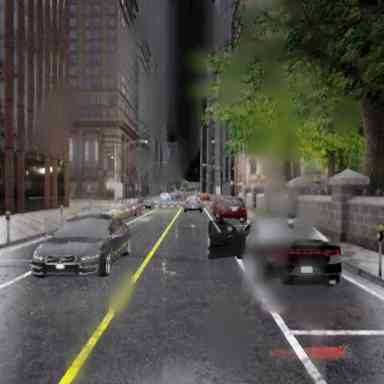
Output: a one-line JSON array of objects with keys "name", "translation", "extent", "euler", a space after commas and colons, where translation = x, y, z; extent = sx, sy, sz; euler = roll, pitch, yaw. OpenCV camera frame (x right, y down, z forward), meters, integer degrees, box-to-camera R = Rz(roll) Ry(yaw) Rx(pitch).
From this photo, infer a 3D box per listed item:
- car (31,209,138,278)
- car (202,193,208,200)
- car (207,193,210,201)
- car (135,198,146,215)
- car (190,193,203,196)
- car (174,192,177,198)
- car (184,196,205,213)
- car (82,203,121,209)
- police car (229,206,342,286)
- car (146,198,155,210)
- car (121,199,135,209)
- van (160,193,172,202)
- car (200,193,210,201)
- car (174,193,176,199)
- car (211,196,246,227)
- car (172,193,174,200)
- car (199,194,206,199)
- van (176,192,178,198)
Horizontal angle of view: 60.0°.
[{"name": "car", "translation": [-3.072, 1.487, 10.186], "extent": [1.837, 1.490, 4.892], "euler": [0, 0, 0]}, {"name": "car", "translation": [2.983, 1.128, 73.352], "extent": [2.192, 1.841, 5.009], "euler": [0, 0, 0]}, {"name": "car", "translation": [2.854, 1.249, 30.209], "extent": [2.192, 1.841, 5.009], "euler": [0, 0, 0]}, {"name": "car", "translation": [-5.672, 1.374, 30.224], "extent": [1.967, 1.590, 4.097], "euler": [0, 0, 0]}, {"name": "car", "translation": [0.195, 1.358, 48.129], "extent": [1.882, 1.535, 5.008], "euler": [0, 0, 1]}, {"name": "car", "translation": [-5.510, 1.358, 84.252], "extent": [1.947, 1.339, 4.313], "euler": [0, 0, 0]}, {"name": "car", "translation": [0.164, 1.479, 36.118], "extent": [1.994, 1.385, 4.181], "euler": [0, 0, 1]}, {"name": "car", "translation": [-5.706, 1.514, 19.176], "extent": [2.008, 1.369, 4.403], "euler": [0, 0, 0]}, {"name": "police car", "translation": [2.393, 1.408, 9.495], "extent": [1.930, 1.638, 5.238], "euler": [0, 0, 0]}, {"name": "car", "translation": [-5.639, 1.464, 41.272], "extent": [1.947, 1.339, 4.313], "euler": [0, 0, 0]}, {"name": "car", "translation": [-5.690, 1.475, 24.530], "extent": [1.752, 1.417, 4.829], "euler": [0, 0, 0]}, {"name": "van", "translation": [-5.559, 1.166, 67.929], "extent": [1.690, 1.788, 3.998], "euler": [0, 0, 0]}, {"name": "car", "translation": [2.999, 1.117, 78.793], "extent": [2.192, 1.841, 5.009], "euler": [0, 0, 0]}, {"name": "car", "translation": [-5.526, 1.347, 78.811], "extent": [1.887, 1.381, 4.507], "euler": [0, 0, 0]}, {"name": "car", "translation": [2.837, 1.265, 24.684], "extent": [2.192, 1.841, 5.009], "euler": [0, 0, 0]}, {"name": "car", "translation": [-5.542, 1.253, 73.369], "extent": [1.967, 1.590, 4.097], "euler": [0, 0, 0]}, {"name": "car", "translation": [3.048, 1.324, 95.116], "extent": [2.008, 1.369, 4.403], "euler": [0, 0, 0]}, {"name": "van", "translation": [-5.494, 1.124, 89.693], "extent": [1.690, 1.788, 3.998], "euler": [0, 0, 0]}]
